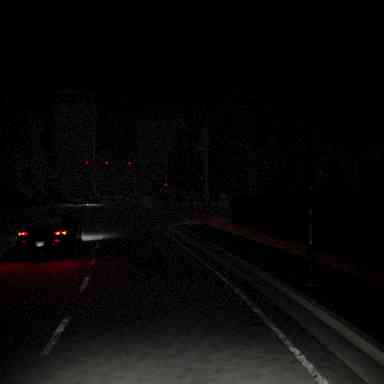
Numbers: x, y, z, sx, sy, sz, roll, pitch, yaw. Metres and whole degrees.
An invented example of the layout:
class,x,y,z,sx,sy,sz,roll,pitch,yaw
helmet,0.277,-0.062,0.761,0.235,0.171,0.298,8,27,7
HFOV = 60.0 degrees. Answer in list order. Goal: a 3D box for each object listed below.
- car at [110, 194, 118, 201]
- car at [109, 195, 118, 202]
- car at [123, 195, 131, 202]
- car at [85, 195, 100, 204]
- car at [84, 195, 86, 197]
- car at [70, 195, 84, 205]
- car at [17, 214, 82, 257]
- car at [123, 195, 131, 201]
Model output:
class,x,y,z,sx,sy,sz,roll,pitch,yaw
car,-21.278,1.486,90.594,2.097,1.767,4.553,0,0,-11
car,-19.573,1.823,82.201,1.994,1.385,4.181,0,0,-11
car,-16.019,1.750,82.284,1.837,1.490,4.892,0,0,-11
car,-20.523,1.810,69.287,1.994,1.385,4.181,0,0,-11
car,-27.035,1.463,83.767,1.812,1.442,4.674,0,0,-11
car,-23.954,1.800,68.594,1.812,1.442,4.674,0,0,-11
car,-5.553,1.586,13.340,1.812,1.442,4.674,0,-1,-12
car,-17.853,1.637,91.319,2.128,1.511,4.902,0,0,-11
